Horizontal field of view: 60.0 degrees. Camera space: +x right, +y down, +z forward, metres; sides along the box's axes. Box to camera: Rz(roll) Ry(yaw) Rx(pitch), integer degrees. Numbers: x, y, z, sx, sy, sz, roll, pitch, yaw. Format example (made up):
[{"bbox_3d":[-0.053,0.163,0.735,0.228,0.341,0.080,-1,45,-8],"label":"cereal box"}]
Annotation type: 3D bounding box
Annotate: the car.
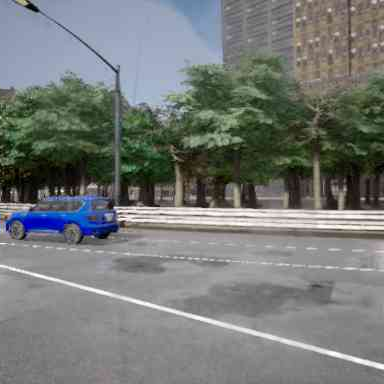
[{"bbox_3d":[-6.059,1.242,15.615,5.566,2.045,2.150,0,0,23],"label":"car"}]
